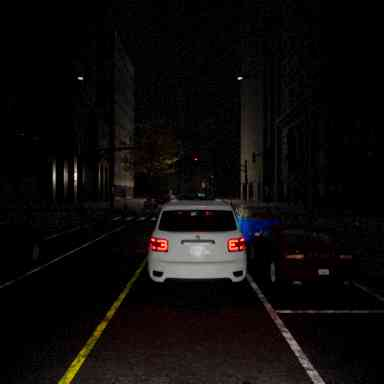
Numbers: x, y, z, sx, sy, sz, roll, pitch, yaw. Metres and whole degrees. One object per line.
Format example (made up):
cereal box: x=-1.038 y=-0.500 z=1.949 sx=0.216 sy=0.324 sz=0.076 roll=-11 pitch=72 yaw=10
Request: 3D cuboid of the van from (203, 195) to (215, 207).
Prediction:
van: x=2.724 y=1.370 z=52.735 sx=1.690 sy=1.788 sz=3.998 roll=0 pitch=0 yaw=0

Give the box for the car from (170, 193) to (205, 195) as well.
car: x=0.085 y=1.227 z=19.559 sx=2.150 sy=2.045 sz=5.566 roll=0 pitch=0 yaw=0

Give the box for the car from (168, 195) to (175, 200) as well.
car: x=-5.835 y=1.612 z=94.763 sx=1.752 sy=1.417 sz=4.829 roll=0 pitch=0 yaw=0

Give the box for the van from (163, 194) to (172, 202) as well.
van: x=-5.822 y=1.403 z=79.066 sx=1.690 sy=1.788 sz=3.998 roll=0 pitch=0 yaw=0

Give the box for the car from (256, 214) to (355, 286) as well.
car: x=2.771 y=1.546 z=9.225 sx=1.887 sy=1.381 sz=4.507 roll=0 pitch=0 yaw=0

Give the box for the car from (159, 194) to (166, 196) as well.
car: x=-5.806 y=1.579 z=57.910 sx=1.887 sy=1.381 sz=4.507 roll=0 pitch=0 yaw=0

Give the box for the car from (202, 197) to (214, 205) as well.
car: x=2.719 y=1.601 z=58.148 sx=1.947 sy=1.339 sz=4.313 roll=0 pitch=0 yaw=0

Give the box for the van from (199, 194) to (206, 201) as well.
van: x=2.699 y=1.413 z=85.214 sx=1.690 sy=1.788 sz=3.998 roll=0 pitch=0 yaw=0

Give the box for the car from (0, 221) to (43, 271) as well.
car: x=-5.784 y=1.546 z=9.237 sx=1.887 sy=1.381 sz=4.507 roll=0 pitch=0 yaw=0

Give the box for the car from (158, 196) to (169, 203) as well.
car: x=-5.814 y=1.598 z=68.488 sx=2.008 sy=1.369 sz=4.403 roll=0 pitch=0 yaw=0

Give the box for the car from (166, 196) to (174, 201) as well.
car: x=-5.831 y=1.644 z=89.643 sx=1.947 sy=1.339 sz=4.313 roll=0 pitch=0 yaw=0

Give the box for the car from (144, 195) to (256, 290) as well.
car: x=0.102 y=1.223 z=9.198 sx=2.150 sy=2.045 sz=5.566 roll=0 pitch=0 yaw=0

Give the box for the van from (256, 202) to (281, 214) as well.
van: x=2.768 y=1.344 z=14.750 sx=1.690 sy=1.788 sz=3.998 roll=0 pitch=0 yaw=0
